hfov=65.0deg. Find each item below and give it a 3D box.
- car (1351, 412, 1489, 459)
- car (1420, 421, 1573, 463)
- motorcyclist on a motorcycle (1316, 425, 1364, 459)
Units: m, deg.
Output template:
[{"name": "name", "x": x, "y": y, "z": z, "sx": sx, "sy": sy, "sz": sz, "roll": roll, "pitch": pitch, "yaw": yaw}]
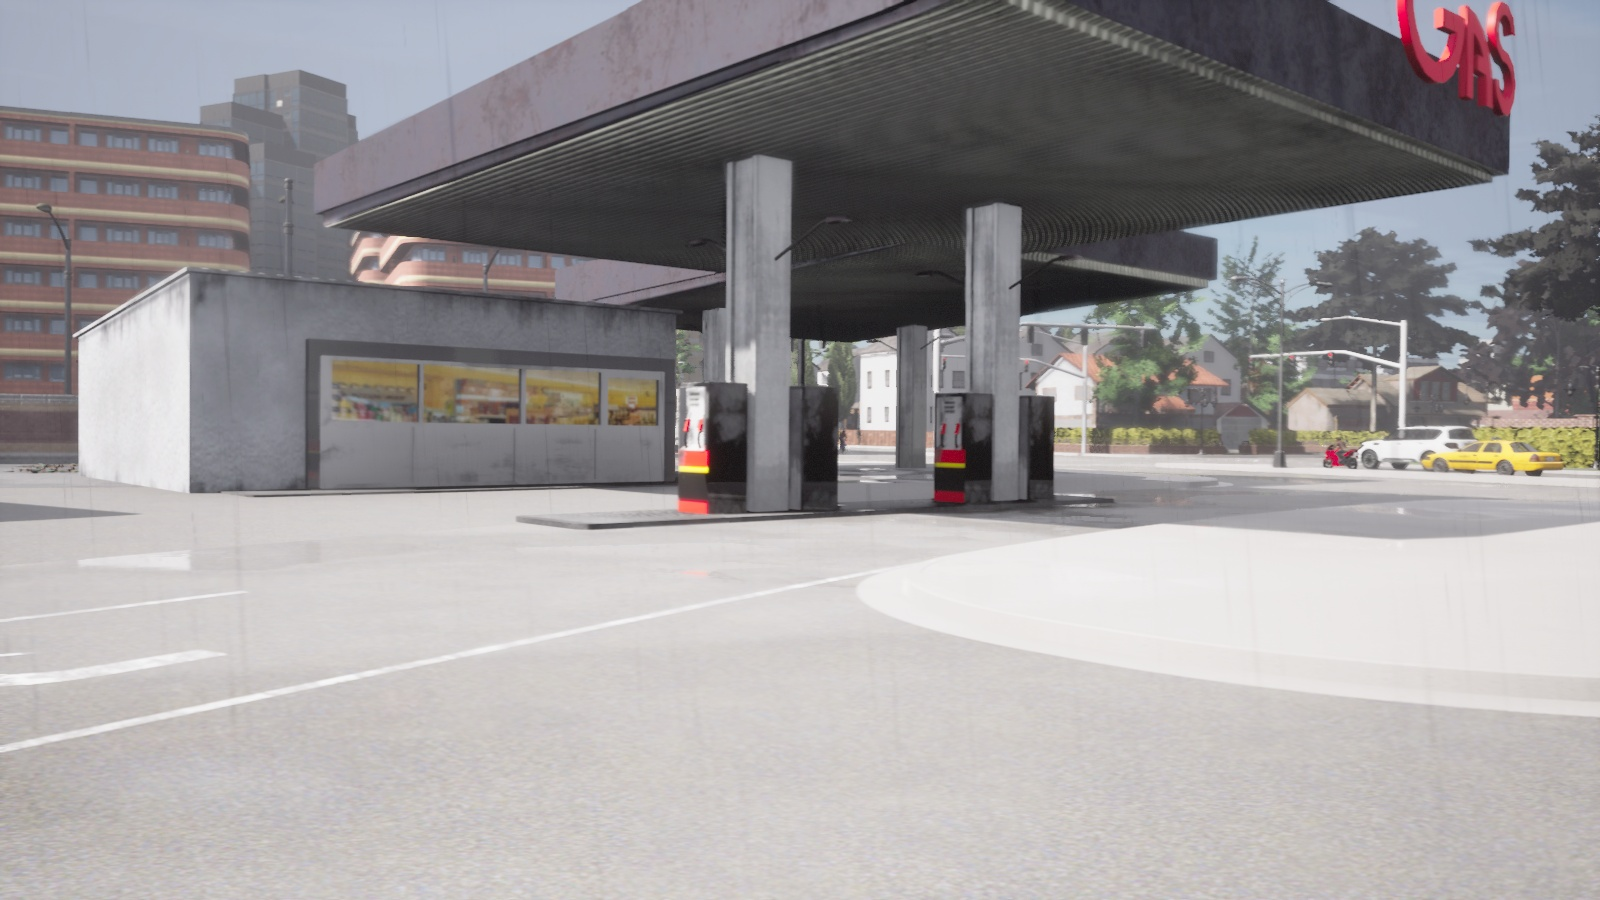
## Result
[{"name": "car", "x": 28.278, "y": -0.676, "z": 57.522, "sx": 2.150, "sy": 2.045, "sz": 5.566, "roll": -1, "pitch": 1, "yaw": -23}, {"name": "car", "x": 27.669, "y": -0.336, "z": 50.128, "sx": 1.801, "sy": 1.575, "sz": 5.366, "roll": -1, "pitch": 1, "yaw": -23}, {"name": "motorcyclist on a motorcycle", "x": 24.596, "y": -0.367, "z": 57.231, "sx": 0.797, "sy": 1.523, "sz": 2.044, "roll": -1, "pitch": 1, "yaw": -23}]
